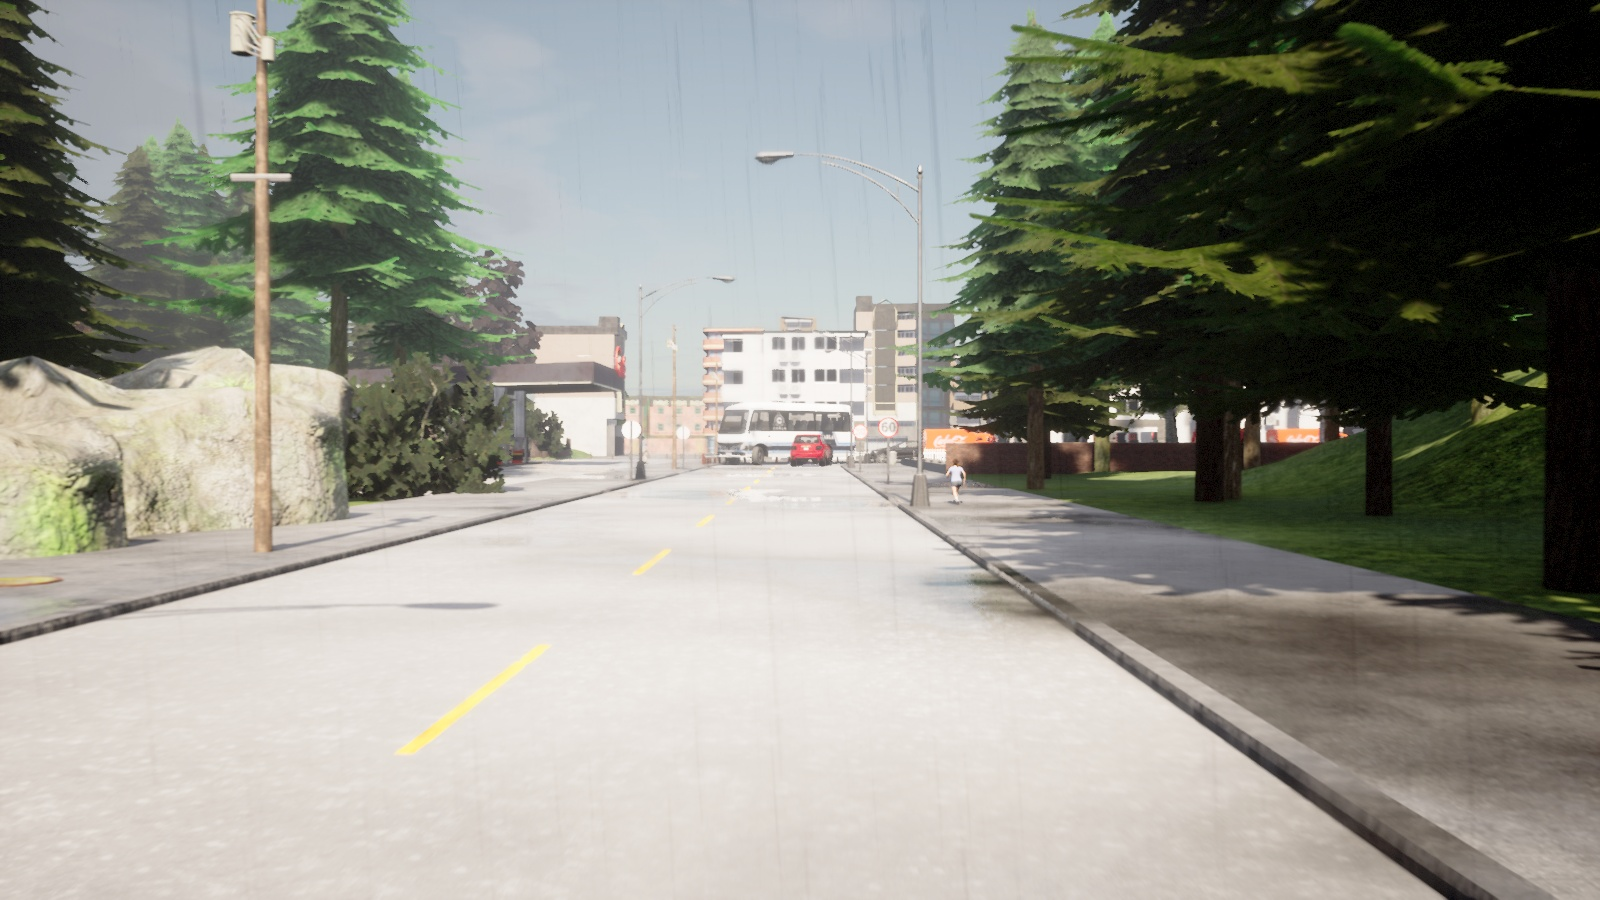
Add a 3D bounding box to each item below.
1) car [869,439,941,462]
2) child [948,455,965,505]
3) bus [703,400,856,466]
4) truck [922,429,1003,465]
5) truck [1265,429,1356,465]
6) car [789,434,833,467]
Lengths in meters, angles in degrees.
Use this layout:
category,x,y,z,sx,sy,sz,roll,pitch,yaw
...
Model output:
category,x,y,z,sx,sy,sz,roll,pitch,yaw
car,7.620,0.017,91.433,5.027,1.651,2.152,0,0,-3
child,3.520,0.680,28.249,0.255,1.110,0.394,0,0,-13
bus,-1.307,-1.119,86.027,10.273,4.253,3.944,0,0,-39
truck,11.295,-0.227,87.610,5.204,2.467,2.627,0,0,-2
truck,35.499,-0.204,87.432,5.204,2.467,2.627,0,0,0
car,0.745,0.011,80.934,2.150,2.045,5.566,0,0,8
